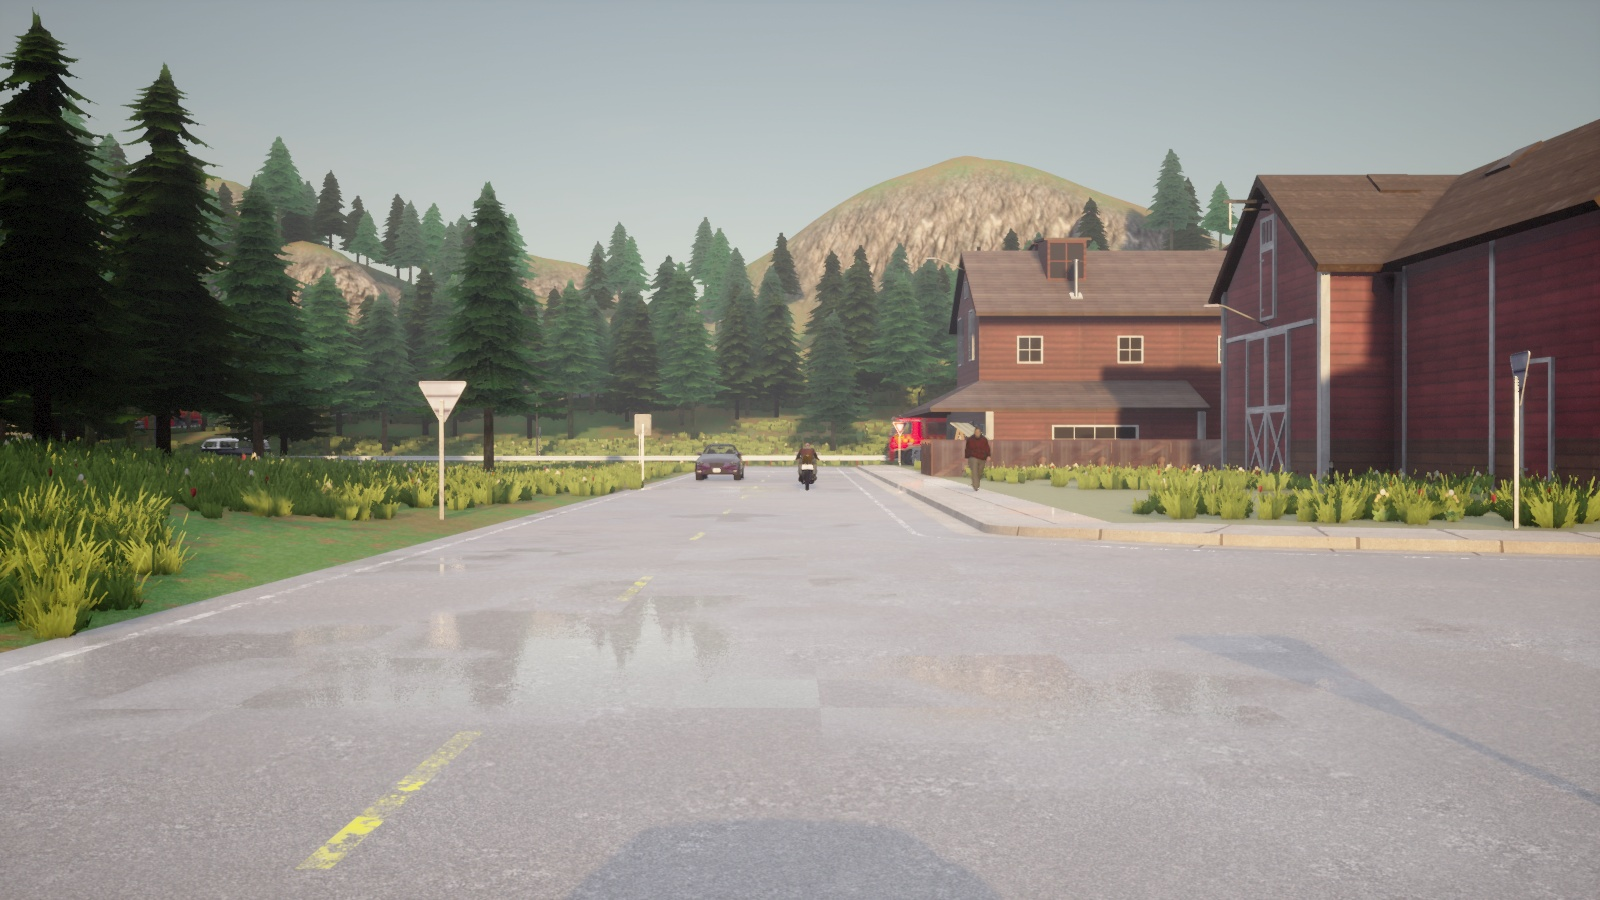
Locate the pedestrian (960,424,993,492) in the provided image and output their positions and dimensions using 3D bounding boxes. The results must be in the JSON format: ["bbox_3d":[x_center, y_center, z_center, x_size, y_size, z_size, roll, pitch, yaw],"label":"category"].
[{"bbox_3d":[4.799,0.213,34.202,0.634,1.844,0.899,0,0,-11],"label":"pedestrian"}]

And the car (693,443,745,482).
[{"bbox_3d":[-3.206,0.473,50.356,1.816,1.474,4.193,0,0,0],"label":"car"}]

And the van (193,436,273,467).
[{"bbox_3d":[-38.306,0.101,84.894,4.480,2.038,2.069,0,0,0],"label":"van"}]

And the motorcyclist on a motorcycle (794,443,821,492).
[{"bbox_3d":[0.241,0.551,40.810,0.866,1.530,2.191,0,0,0],"label":"motorcyclist on a motorcycle"}]

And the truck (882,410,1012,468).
[{"bbox_3d":[9.840,-0.747,84.690,8.468,3.827,2.891,0,0,0],"label":"truck"}]
